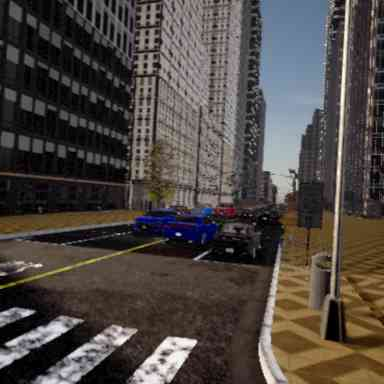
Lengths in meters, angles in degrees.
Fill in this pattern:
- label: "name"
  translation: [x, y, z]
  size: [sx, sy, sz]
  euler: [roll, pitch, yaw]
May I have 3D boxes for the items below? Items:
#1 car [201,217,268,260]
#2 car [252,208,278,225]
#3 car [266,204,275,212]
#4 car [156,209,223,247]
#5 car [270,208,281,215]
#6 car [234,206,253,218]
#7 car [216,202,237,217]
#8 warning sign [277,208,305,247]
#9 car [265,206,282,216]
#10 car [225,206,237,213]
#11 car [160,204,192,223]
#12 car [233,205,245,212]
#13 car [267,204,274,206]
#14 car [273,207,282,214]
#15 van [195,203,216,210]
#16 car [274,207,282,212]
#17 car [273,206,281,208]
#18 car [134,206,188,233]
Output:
- label: "car"
  translation: [2.024, 2.040, 14.630]
  size: [2.008, 1.369, 4.403]
  euler: [2, -1, 16]
- label: "car"
  translation: [8.074, 2.840, 36.359]
  size: [1.947, 1.339, 4.313]
  euler: [2, -1, 16]
- label: "car"
  translation: [21.593, 4.350, 91.156]
  size: [2.150, 2.045, 5.566]
  euler: [2, -1, 16]
- label: "car"
  translation: [0.077, 1.916, 17.895]
  size: [1.882, 1.535, 5.008]
  euler: [3, -1, 17]
- label: "car"
  translation: [17.335, 4.020, 68.902]
  size: [1.947, 1.339, 4.313]
  euler: [2, -1, 16]
- label: "car"
  translation: [7.097, 2.884, 42.494]
  size: [2.033, 1.411, 5.357]
  euler: [3, -1, 16]
- label: "car"
  translation: [4.479, 2.446, 44.469]
  size: [2.150, 2.045, 5.566]
  euler: [3, -2, 16]
- label: "warning sign"
  translation: [5.308, 1.860, 17.820]
  size: [1.300, 1.860, 1.060]
  euler: [4, 0, 16]
- label: "car"
  translation: [12.705, 3.430, 52.630]
  size: [1.947, 1.339, 4.313]
  euler: [2, -1, 16]
- label: "car"
  translation: [7.746, 3.410, 65.784]
  size: [1.802, 1.307, 4.206]
  euler: [2, -1, 16]
- label: "car"
  translation: [-1.508, 2.088, 33.252]
  size: [1.967, 1.590, 4.097]
  euler: [2, -1, 16]
- label: "car"
  translation: [10.832, 3.787, 76.629]
  size: [1.947, 1.339, 4.313]
  euler: [2, -1, 16]
- label: "car"
  translation: [15.798, 3.698, 63.481]
  size: [1.967, 1.590, 4.097]
  euler: [2, -1, 16]
- label: "car"
  translation: [20.423, 4.412, 79.750]
  size: [1.947, 1.339, 4.313]
  euler: [2, -1, 16]
- label: "van"
  translation: [1.583, 2.383, 44.099]
  size: [1.690, 1.788, 3.998]
  euler: [2, -1, 16]
- label: "car"
  translation: [23.511, 4.782, 90.598]
  size: [1.887, 1.381, 4.507]
  euler: [2, -1, 16]
- label: "car"
  translation: [14.247, 3.643, 58.054]
  size: [1.802, 1.307, 4.206]
  euler: [2, -1, 16]
- label: "car"
  translation: [-2.080, 1.865, 21.762]
  size: [1.882, 1.535, 5.008]
  euler: [3, -1, 16]
